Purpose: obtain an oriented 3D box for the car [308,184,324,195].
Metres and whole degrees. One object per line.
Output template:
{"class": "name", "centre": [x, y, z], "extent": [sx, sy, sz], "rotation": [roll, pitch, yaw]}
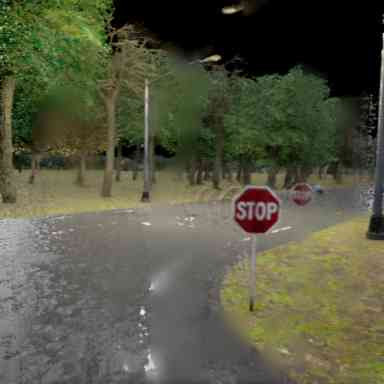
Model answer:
{"class": "car", "centre": [15.627, -0.345, 43.239], "extent": [1.812, 1.442, 4.674], "rotation": [4, 6, 40]}
